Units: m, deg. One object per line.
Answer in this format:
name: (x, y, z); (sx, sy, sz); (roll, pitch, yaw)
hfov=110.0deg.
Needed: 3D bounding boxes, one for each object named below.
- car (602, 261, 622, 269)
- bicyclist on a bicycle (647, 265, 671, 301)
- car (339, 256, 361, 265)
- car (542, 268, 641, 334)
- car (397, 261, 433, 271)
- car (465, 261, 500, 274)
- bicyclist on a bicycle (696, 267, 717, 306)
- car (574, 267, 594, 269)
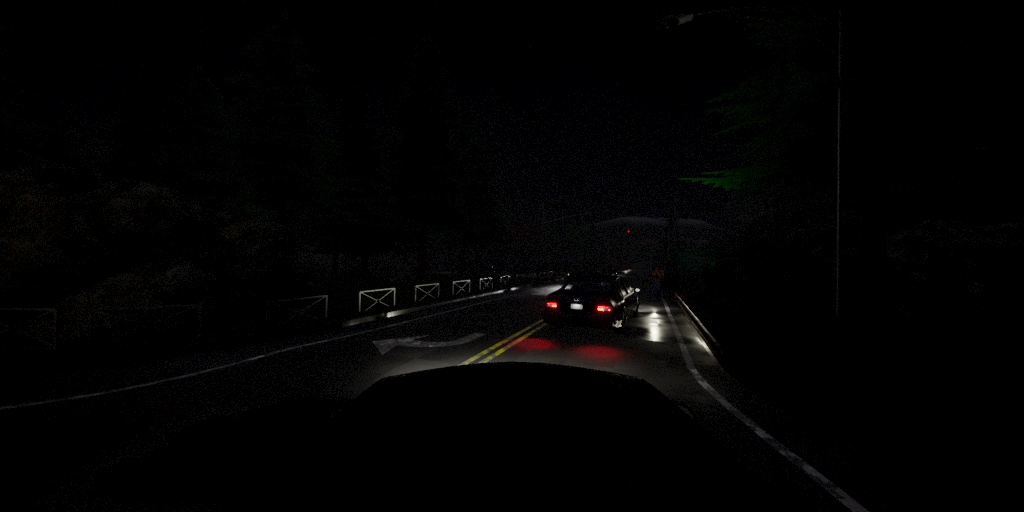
car: (13.586, 1.728, 49.587); (1.812, 1.442, 4.674); (1, -1, 25)
bicyclist on a bicycle: (6.802, 1.259, 16.513); (1.656, 1.620, 0.582); (1, 0, -30)
car: (-22.664, 1.018, 52.409); (5.566, 2.045, 2.150); (1, -1, 25)
car: (2.534, 1.231, 10.403); (2.033, 1.411, 5.357); (1, -1, 25)
car: (-13.087, 1.396, 48.408); (5.008, 1.535, 1.882); (1, -1, 21)
car: (-3.768, 1.392, 44.810); (4.553, 1.767, 2.097); (1, -1, 21)
bicyclist on a bicycle: (8.215, 1.273, 15.098); (1.656, 1.620, 0.582); (1, 0, -33)
car: (5.500, 1.481, 27.608); (1.895, 1.301, 4.718); (1, -1, 21)
